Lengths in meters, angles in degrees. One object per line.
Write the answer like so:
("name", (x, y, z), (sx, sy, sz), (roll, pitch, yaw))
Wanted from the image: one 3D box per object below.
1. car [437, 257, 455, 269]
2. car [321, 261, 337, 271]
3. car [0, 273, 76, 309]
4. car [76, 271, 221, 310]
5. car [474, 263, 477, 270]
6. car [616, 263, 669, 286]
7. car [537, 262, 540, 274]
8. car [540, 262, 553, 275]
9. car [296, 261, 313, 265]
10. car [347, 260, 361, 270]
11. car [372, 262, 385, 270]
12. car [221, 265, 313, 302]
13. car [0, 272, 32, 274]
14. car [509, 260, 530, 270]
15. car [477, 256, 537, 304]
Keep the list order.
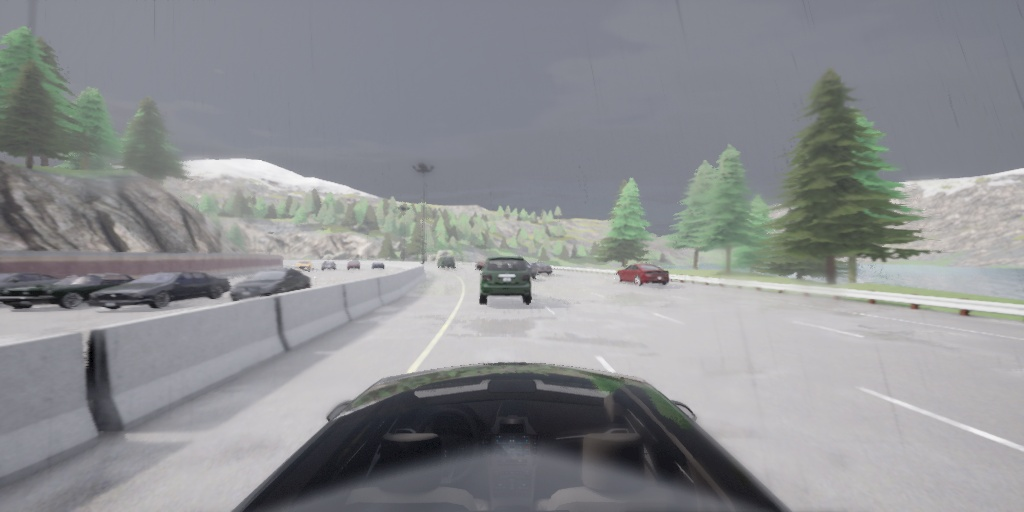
("car", (-11.320, 1.157, 61.379), (2.150, 2.045, 5.566), (0, 0, -24))
("car", (-28.001, 1.453, 55.008), (2.128, 1.511, 4.902), (0, 0, -22))
("car", (-18.230, 1.431, 15.476), (1.895, 1.301, 4.718), (0, 0, -6))
("car", (-14.712, 1.369, 15.576), (2.033, 1.411, 5.357), (0, 0, -5))
("car", (-4.192, 1.371, 51.878), (1.882, 1.535, 5.008), (0, 0, -19))
("car", (9.128, 1.270, 25.520), (1.882, 1.535, 5.008), (0, 0, -8))
("car", (0.852, 1.355, 32.251), (1.812, 1.442, 4.674), (0, 0, -10))
("car", (2.883, 1.393, 39.963), (2.033, 1.411, 5.357), (0, 0, -14))
("car", (-31.817, 1.444, 55.085), (1.882, 1.535, 5.008), (0, 0, -22))
("car", (-24.703, 1.431, 56.213), (1.882, 1.535, 5.008), (0, 0, -22))
("car", (-21.465, 1.551, 57.616), (1.895, 1.301, 4.718), (0, 0, -22))
("car", (-11.413, 1.345, 17.406), (1.812, 1.442, 4.674), (0, 0, -6))
("car", (-21.771, 1.402, 15.441), (1.994, 1.385, 4.181), (0, 0, -6))
("car", (1.140, 1.403, 57.712), (1.837, 1.490, 4.892), (1, 0, -20))
("car", (-0.444, 1.014, 16.807), (2.150, 2.045, 5.566), (0, 0, -5))
